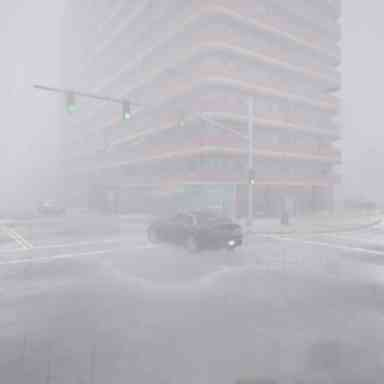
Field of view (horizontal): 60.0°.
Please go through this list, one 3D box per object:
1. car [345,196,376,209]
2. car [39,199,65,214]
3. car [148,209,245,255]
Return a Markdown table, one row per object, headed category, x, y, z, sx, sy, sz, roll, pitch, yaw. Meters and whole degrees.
| category | x | y | z | sx | sy | sz | roll | pitch | yaw |
| --- | --- | --- | --- | --- | --- | --- | --- | --- | --- |
| car | 21.146 | 1.252 | 41.901 | 1.882 | 1.535 | 5.008 | 0 | 1 | -2 |
| car | -14.242 | 1.464 | 33.739 | 1.812 | 1.442 | 4.674 | 0 | 0 | -35 |
| car | -0.045 | 1.454 | 13.159 | 1.837 | 1.490 | 4.892 | 0 | 0 | -35 |
